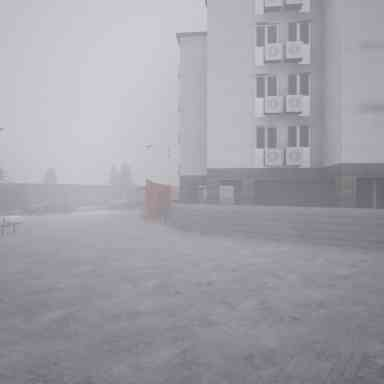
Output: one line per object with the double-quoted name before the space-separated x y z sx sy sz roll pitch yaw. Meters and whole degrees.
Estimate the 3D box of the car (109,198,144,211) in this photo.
"car" -8.161 1.478 41.712 1.882 1.535 5.008 0 0 35

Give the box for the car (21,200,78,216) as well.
"car" -14.135 1.547 33.379 2.033 1.411 5.357 0 0 36
